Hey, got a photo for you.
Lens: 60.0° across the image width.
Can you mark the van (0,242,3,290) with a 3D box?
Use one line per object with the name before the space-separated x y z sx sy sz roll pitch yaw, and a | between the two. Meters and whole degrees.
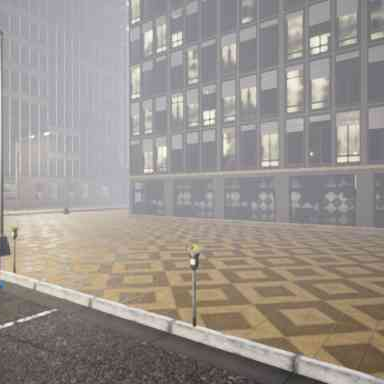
van | -5.648 1.336 7.020 3.998 1.788 1.690 0 0 36
